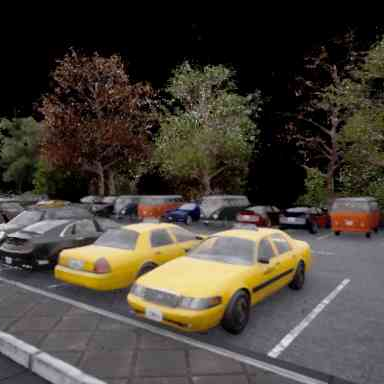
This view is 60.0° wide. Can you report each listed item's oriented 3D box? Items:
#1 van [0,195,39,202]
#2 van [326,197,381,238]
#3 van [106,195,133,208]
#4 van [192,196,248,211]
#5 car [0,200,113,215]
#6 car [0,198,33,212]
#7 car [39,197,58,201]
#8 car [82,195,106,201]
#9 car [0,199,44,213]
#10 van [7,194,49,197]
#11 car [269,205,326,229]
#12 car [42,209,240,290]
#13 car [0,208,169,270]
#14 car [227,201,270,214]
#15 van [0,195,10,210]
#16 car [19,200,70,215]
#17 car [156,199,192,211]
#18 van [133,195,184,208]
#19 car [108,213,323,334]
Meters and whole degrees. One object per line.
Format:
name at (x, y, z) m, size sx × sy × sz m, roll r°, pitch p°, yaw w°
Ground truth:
van at (-9.922, 1.278, 15.504) m, size 1.878 × 1.987 × 4.442 m, roll 0°, pitch 0°, yaw 36°
van at (8.930, 1.264, 17.939) m, size 1.878 × 1.987 × 4.442 m, roll 0°, pitch 0°, yaw 36°
van at (-4.528, 1.281, 27.471) m, size 1.878 × 1.987 × 4.442 m, roll 0°, pitch 0°, yaw 36°
van at (2.203, 1.256, 22.570) m, size 1.878 × 1.987 × 4.442 m, roll 0°, pitch 0°, yaw 36°
car at (-5.489, 1.362, 12.163) m, size 2.185 × 1.767 × 4.553 m, roll 0°, pitch 0°, yaw 36°
car at (-22.364, 1.582, 40.624) m, size 2.097 × 1.535 × 5.008 m, roll 0°, pitch 0°, yaw 36°
car at (-13.413, 1.544, 34.092) m, size 2.097 × 1.535 × 5.008 m, roll 0°, pitch 0°, yaw 36°
car at (-6.713, 1.265, 29.175) m, size 2.435 × 2.045 × 5.566 m, roll 0°, pitch 0°, yaw 36°
car at (-20.124, 1.613, 38.993) m, size 2.002 × 1.452 × 4.674 m, roll 0°, pitch 0°, yaw 36°
van at (-17.918, 1.338, 37.531) m, size 1.878 × 1.987 × 4.442 m, roll 0°, pitch 0°, yaw 36°
car at (6.639, 1.511, 19.502) m, size 2.163 × 1.488 × 4.792 m, roll 0°, pitch 0°, yaw 36°
car at (-0.917, 1.484, 9.018) m, size 1.946 × 1.575 × 5.366 m, roll 0°, pitch 0°, yaw 36°
car at (-3.265, 1.485, 10.494) m, size 2.231 × 1.521 × 4.892 m, roll 0°, pitch 0°, yaw 36°
car at (4.507, 1.508, 21.058) m, size 2.163 × 1.488 × 4.792 m, roll 0°, pitch 0°, yaw 36°
van at (-26.869, 1.375, 44.063) m, size 1.878 × 1.987 × 4.442 m, roll 0°, pitch 0°, yaw 36°
car at (-15.747, 1.594, 35.805) m, size 2.002 × 1.452 × 4.674 m, roll 0°, pitch 0°, yaw 36°
car at (0.019, 1.488, 24.303) m, size 2.097 × 1.535 × 5.008 m, roll 0°, pitch 0°, yaw 36°
van at (-2.153, 1.272, 26.026) m, size 1.878 × 1.987 × 4.442 m, roll 0°, pitch 0°, yaw 36°
car at (1.008, 1.493, 7.154) m, size 1.946 × 1.575 × 5.366 m, roll 0°, pitch 0°, yaw 36°
